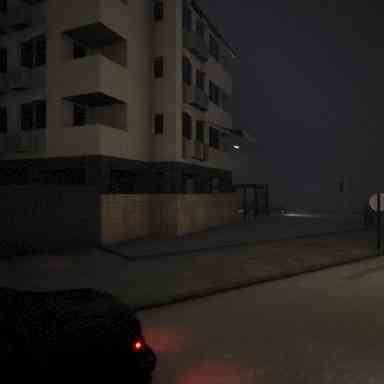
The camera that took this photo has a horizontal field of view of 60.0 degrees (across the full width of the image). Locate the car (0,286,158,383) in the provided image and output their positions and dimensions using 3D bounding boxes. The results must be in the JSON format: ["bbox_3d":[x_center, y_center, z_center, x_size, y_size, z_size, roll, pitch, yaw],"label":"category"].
[{"bbox_3d":[-2.933,1.547,2.514,5.357,1.411,2.033,0,0,-36],"label":"car"}]

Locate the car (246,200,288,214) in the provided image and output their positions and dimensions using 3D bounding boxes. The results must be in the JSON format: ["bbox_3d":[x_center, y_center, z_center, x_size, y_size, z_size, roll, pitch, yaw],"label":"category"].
[{"bbox_3d":[7.505,1.547,35.411,2.033,1.411,5.357,0,0,-35],"label":"car"}]
